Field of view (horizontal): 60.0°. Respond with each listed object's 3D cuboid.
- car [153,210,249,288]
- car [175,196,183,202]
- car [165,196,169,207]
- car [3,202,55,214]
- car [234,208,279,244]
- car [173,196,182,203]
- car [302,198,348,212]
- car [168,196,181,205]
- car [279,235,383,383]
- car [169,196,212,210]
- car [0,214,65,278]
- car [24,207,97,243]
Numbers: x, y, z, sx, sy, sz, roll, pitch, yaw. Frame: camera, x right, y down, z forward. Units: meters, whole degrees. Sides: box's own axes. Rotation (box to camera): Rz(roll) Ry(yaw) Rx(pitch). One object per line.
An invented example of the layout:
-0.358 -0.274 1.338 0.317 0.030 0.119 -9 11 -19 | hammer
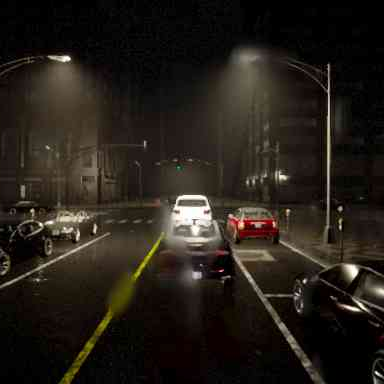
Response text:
0.065 1.490 9.258 2.128 1.511 4.902 0 0 0 | car
-3.108 1.592 80.622 1.994 1.385 4.181 0 0 0 | car
-3.058 1.361 52.062 2.097 1.767 4.553 0 0 -1 | car
-16.419 1.645 33.857 4.718 1.301 1.895 0 0 0 | car
2.757 1.438 15.773 1.967 1.590 4.097 0 0 0 | car
-3.062 1.525 70.365 1.837 1.490 4.892 0 0 0 | car
14.876 1.454 37.387 4.892 1.490 1.837 0 0 0 | car
-3.086 1.507 60.838 2.128 1.511 4.902 0 0 0 | car
2.762 1.565 4.501 1.947 1.339 4.313 0 0 0 | car
0.035 1.222 20.287 2.150 2.045 5.566 0 0 1 | car
-5.766 1.564 10.131 1.947 1.339 4.313 0 0 0 | car
-5.768 1.548 15.768 2.008 1.369 4.403 0 0 0 | car
